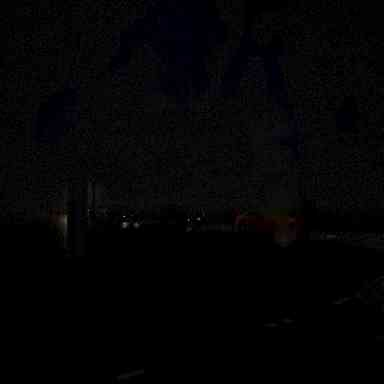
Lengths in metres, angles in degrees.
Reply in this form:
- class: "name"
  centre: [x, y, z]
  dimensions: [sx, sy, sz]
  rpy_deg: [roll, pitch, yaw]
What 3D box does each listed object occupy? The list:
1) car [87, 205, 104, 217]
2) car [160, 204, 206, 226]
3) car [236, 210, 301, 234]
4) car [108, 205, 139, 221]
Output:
- class: "car"
  centre: [-17.925, 3.415, 60.537]
  dimensions: [2.150, 2.045, 5.566]
  rpy_deg: [1, -3, -36]
- class: "car"
  centre: [-0.998, 2.126, 31.662]
  dimensions: [2.150, 2.045, 5.566]
  rpy_deg: [1, -3, -36]
- class: "car"
  centre: [5.151, 1.996, 22.981]
  dimensions: [1.882, 1.535, 5.008]
  rpy_deg: [1, -3, -35]
- class: "car"
  centre: [-8.900, 2.635, 42.794]
  dimensions: [2.150, 2.045, 5.566]
  rpy_deg: [1, -3, -35]
